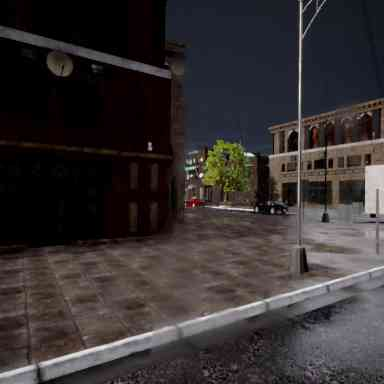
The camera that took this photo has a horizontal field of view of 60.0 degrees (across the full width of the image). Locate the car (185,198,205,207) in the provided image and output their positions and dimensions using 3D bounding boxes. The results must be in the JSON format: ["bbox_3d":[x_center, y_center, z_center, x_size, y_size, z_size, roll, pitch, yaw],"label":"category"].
[{"bbox_3d":[0.398,1.622,51.452,1.887,1.381,4.507,1,-1,-27],"label":"car"}]

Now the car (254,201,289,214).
[{"bbox_3d":[8.480,1.624,35.978,2.008,1.369,4.403,1,-1,-27],"label":"car"}]
